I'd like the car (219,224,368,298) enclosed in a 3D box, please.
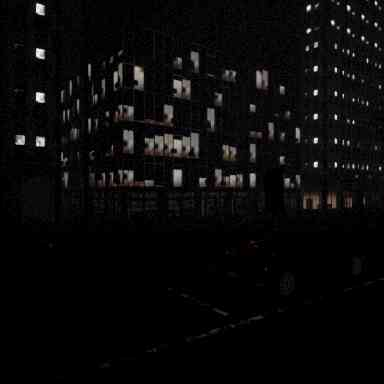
[{"bbox_3d":[2.698,1.545,8.483,4.507,1.381,1.887,0,0,-35],"label":"car"}]
